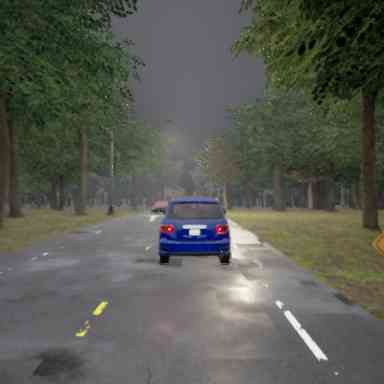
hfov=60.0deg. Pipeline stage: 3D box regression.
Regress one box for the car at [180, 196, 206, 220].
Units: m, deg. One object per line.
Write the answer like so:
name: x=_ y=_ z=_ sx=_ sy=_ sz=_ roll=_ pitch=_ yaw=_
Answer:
car: x=0.093 y=1.380 z=30.455 sx=2.150 sy=2.045 sz=5.566 roll=0 pitch=-1 yaw=0

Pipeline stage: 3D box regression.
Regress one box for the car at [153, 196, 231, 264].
car: x=0.084 y=1.201 z=11.817 sx=2.150 sy=2.045 sz=5.566 roll=0 pitch=0 yaw=0

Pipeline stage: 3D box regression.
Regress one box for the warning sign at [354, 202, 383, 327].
warning sign: x=3.533 y=1.100 z=5.332 sx=1.300 sy=1.860 sz=1.060 roll=-1 pitch=-1 yaw=0

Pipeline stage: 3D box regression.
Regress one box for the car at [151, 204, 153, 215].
car: x=-3.595 y=1.813 z=38.623 sx=1.882 sy=1.535 sz=5.008 roll=0 pitch=-1 yaw=0

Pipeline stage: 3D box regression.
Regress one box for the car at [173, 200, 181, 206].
car: x=-3.502 y=2.680 z=79.140 sx=1.812 sy=1.442 sz=4.674 roll=0 pitch=-2 yaw=0
